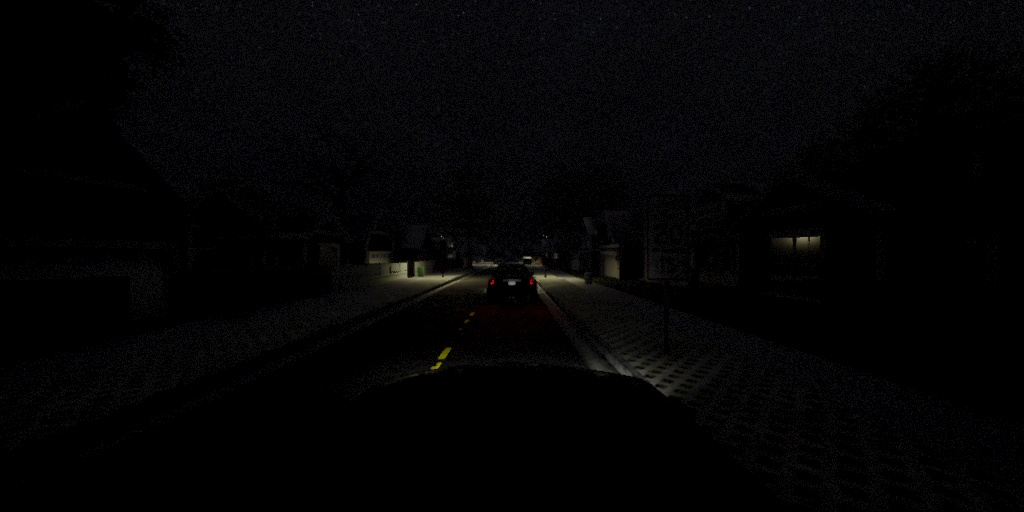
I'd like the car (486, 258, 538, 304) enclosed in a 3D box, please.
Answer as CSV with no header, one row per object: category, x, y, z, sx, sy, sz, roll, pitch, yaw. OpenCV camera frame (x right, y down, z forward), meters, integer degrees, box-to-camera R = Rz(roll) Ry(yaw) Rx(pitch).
car,0.000,1.112,16.470,2.097,1.767,4.553,0,0,0
